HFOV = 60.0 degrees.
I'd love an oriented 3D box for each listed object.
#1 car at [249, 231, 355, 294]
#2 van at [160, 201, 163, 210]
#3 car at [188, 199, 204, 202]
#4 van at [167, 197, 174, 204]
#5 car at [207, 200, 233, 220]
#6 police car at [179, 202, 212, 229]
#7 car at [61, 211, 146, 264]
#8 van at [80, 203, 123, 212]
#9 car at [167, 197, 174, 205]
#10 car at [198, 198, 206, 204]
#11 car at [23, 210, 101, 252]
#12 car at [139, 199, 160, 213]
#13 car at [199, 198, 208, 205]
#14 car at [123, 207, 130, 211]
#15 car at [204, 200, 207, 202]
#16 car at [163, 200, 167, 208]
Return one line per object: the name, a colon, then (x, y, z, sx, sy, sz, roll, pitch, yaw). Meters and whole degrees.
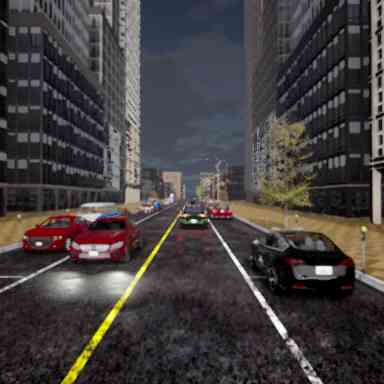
car: (2.699, 1.664, 8.879, 1.947, 1.339, 4.313, 0, -1, 0)
van: (-5.656, 1.860, 48.743, 1.690, 1.788, 3.998, 0, -1, 0)
car: (0.124, 1.879, 42.029, 2.033, 1.649, 4.856, 0, -1, 0)
van: (-5.632, 2.268, 88.586, 1.690, 1.788, 3.998, 0, -1, 0)
car: (2.714, 1.781, 31.646, 1.967, 1.590, 4.097, 0, -1, 0)
police car: (0.116, 1.765, 24.125, 2.038, 1.542, 4.974, 0, -1, 0)
car: (-3.003, 1.663, 12.503, 1.812, 1.442, 4.674, 0, -1, 0)
van: (-5.674, 1.561, 20.284, 1.690, 1.788, 3.998, 0, -1, 0)
car: (-5.640, 2.335, 77.029, 1.752, 1.417, 4.829, 0, -1, 0)
car: (2.751, 2.535, 94.253, 2.008, 1.369, 4.403, 0, -1, 0)
car: (-5.678, 1.704, 14.589, 1.887, 1.381, 4.507, 0, -1, 0)
car: (-5.660, 1.900, 43.049, 1.967, 1.590, 4.097, 0, -1, 0)
car: (2.741, 2.252, 77.180, 1.967, 1.590, 4.097, 0, -1, 0)
car: (-5.671, 1.863, 25.973, 1.802, 1.307, 4.206, 0, -1, 0)
car: (2.720, 2.042, 43.028, 1.802, 1.307, 4.206, 0, -1, 0)
car: (-5.654, 2.143, 54.433, 1.947, 1.339, 4.313, 0, -1, 0)
